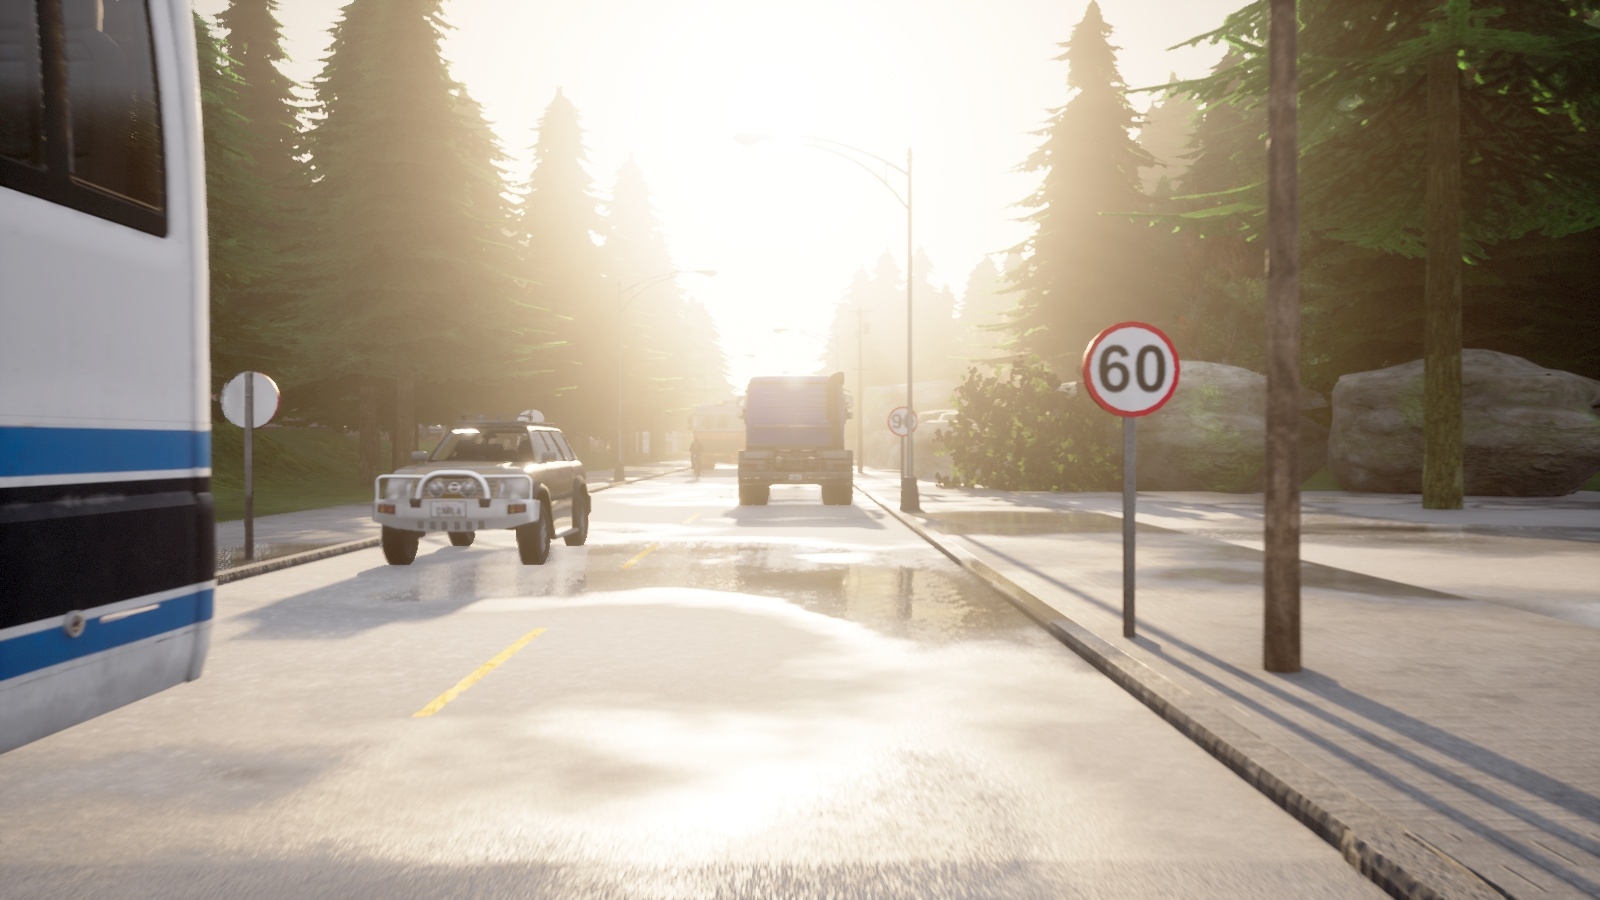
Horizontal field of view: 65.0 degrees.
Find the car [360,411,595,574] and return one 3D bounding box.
[{"bbox_3d":[-4.048,0.467,16.593,1.932,1.855,4.605,0,0,0],"label":"car"}]

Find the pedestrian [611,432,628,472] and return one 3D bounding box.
[{"bbox_3d":[-8.993,0.097,62.679,0.659,1.952,0.873,0,0,7],"label":"pedestrian"}]

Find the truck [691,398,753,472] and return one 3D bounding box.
[{"bbox_3d":[-4.198,-0.811,69.117,2.891,3.827,8.468,0,0,0],"label":"truck"}]

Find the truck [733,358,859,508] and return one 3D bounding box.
[{"bbox_3d":[-0.107,-0.422,33.034,2.891,3.462,7.936,0,0,0],"label":"truck"}]
